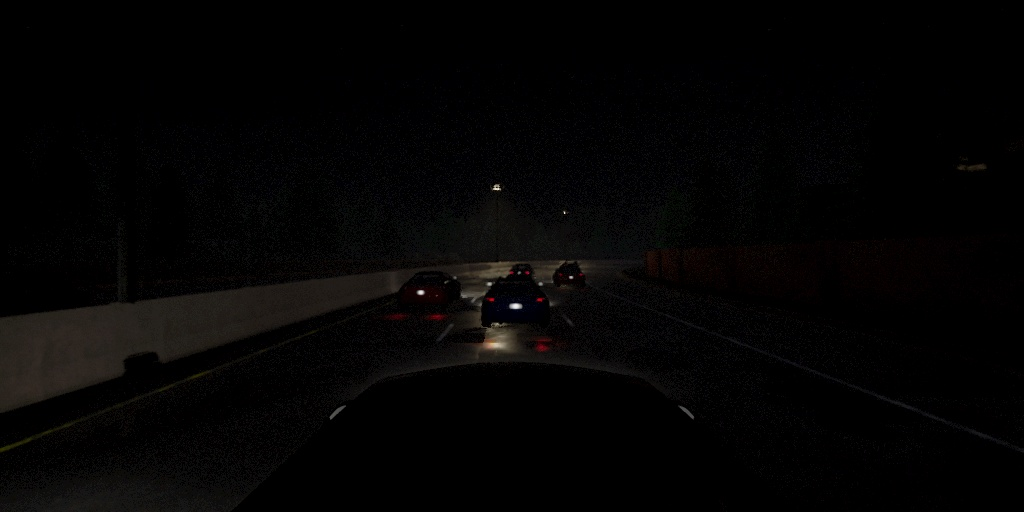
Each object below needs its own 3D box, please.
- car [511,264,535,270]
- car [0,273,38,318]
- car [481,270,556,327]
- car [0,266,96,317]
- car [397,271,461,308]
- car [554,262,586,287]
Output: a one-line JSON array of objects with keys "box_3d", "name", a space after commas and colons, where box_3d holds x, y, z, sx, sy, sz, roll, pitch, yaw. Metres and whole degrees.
[{"box_3d": [0.892, 1.346, 29.973, 2.033, 1.411, 5.357, 0, 0, 7], "name": "car"}, {"box_3d": [-17.589, 1.302, 9.859, 2.033, 1.411, 5.357, 0, 0, 0], "name": "car"}, {"box_3d": [0.102, 1.331, 11.679, 1.994, 1.385, 4.181, 0, 0, 0], "name": "car"}, {"box_3d": [-10.588, 1.104, 6.307, 2.097, 1.767, 4.553, 0, 0, 0], "name": "car"}, {"box_3d": [-3.384, 1.335, 15.368, 1.994, 1.385, 4.181, 0, 0, 0], "name": "car"}, {"box_3d": [3.988, 1.356, 25.267, 1.994, 1.385, 4.181, 0, 0, 4], "name": "car"}]
